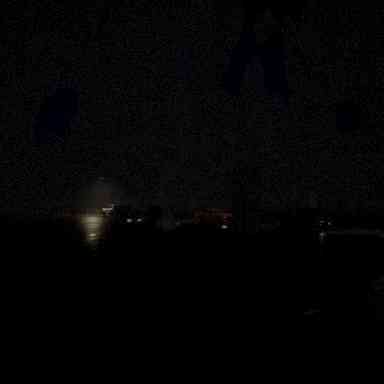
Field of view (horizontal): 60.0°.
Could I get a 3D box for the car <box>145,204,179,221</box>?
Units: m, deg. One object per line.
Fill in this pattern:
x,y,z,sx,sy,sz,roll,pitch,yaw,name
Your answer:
-3.892,2.524,41.998,2.150,2.045,5.566,1,-3,-35,car

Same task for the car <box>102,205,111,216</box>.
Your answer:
-14.988,3.443,62.645,2.150,2.045,5.566,1,-3,-36,car

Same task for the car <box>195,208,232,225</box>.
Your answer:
2.325,2.384,33.251,1.882,1.535,5.008,1,-3,-36,car

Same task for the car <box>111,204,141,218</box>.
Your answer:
-9.790,2.902,50.353,2.150,2.045,5.566,1,-2,-35,car

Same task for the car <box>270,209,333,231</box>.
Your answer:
8.136,2.045,25.051,1.837,1.490,4.892,1,-3,-35,car
